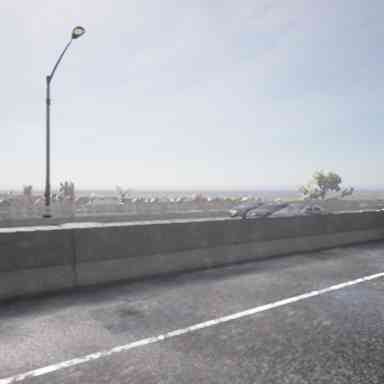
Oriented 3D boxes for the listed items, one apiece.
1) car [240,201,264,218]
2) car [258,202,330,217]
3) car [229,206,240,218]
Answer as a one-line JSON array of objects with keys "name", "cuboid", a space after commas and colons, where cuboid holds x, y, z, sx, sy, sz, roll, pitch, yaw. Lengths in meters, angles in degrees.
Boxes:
[{"name": "car", "cuboid": [6.248, 1.559, 25.058, 4.892, 1.490, 1.837, 0, 0, -35]}, {"name": "car", "cuboid": [6.894, 1.544, 21.228, 4.902, 1.511, 2.128, 0, 0, -35]}, {"name": "car", "cuboid": [5.389, 1.547, 28.736, 4.902, 1.511, 2.128, 0, 0, -35]}]
